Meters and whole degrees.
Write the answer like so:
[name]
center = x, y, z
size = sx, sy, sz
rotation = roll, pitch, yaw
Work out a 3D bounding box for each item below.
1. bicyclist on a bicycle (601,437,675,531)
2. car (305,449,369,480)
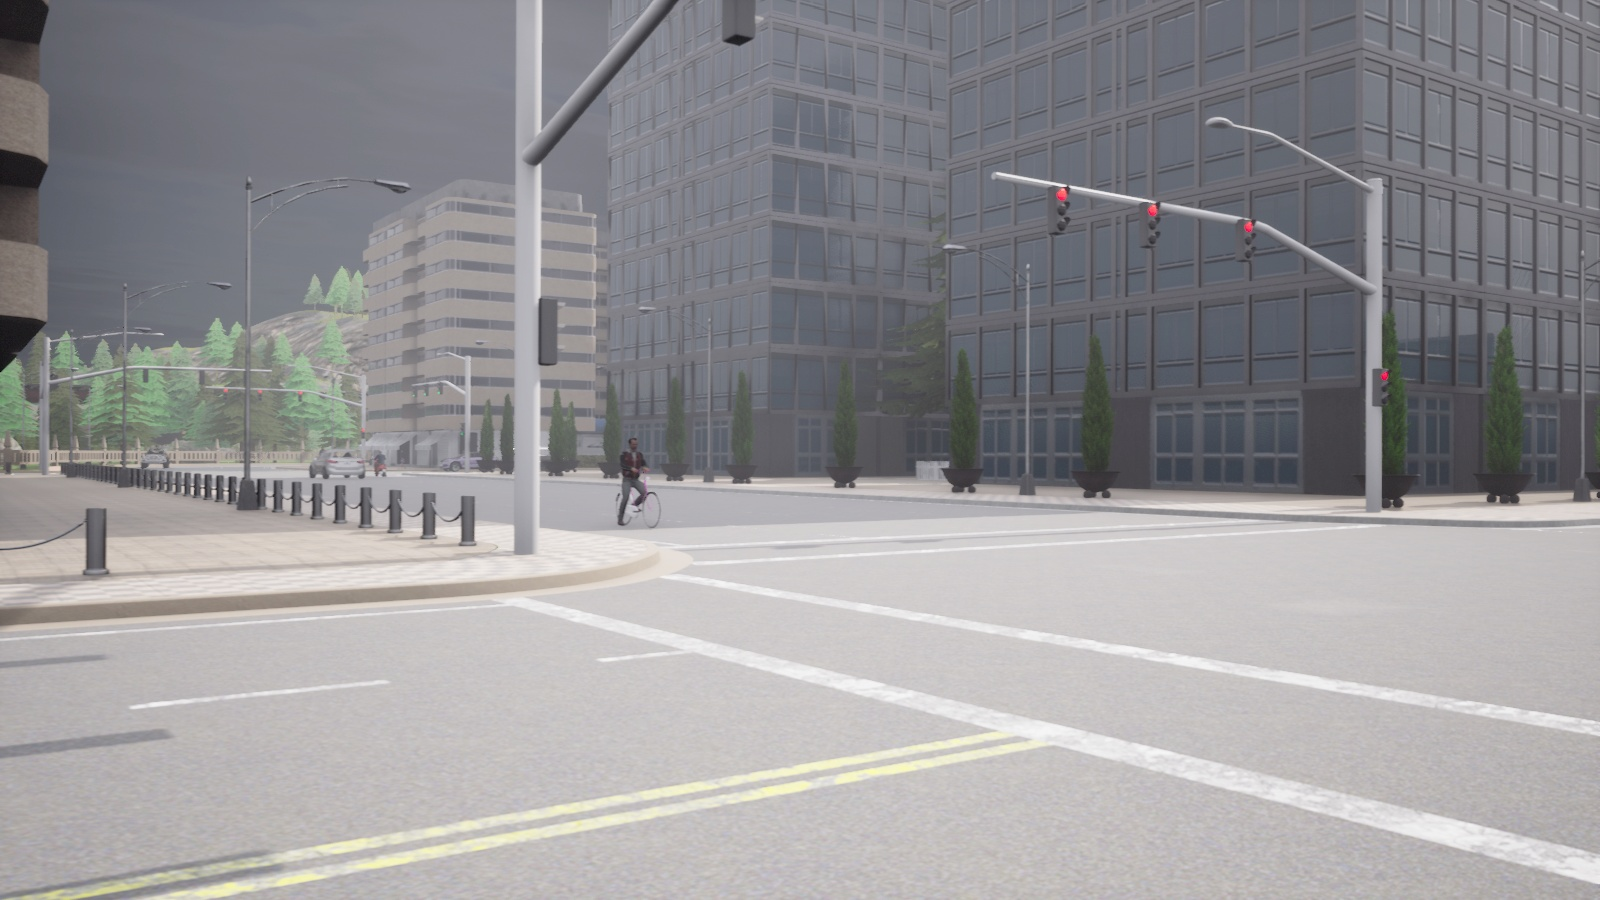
[bicyclist on a bicycle]
center = -3.185, 0.649, 24.547
size = 0.659, 1.776, 1.843
rotation = 0, 0, -35
[car]
center = -25.844, 0.797, 70.002
size = 2.242, 1.667, 4.611
rotation = 0, 0, -35
